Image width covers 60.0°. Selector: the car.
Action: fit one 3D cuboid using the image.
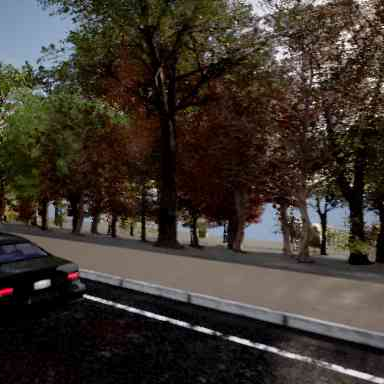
[{"bbox_3d":[-4.486,1.562,6.888,5.357,1.411,2.033,0,0,36],"label":"car"}]
